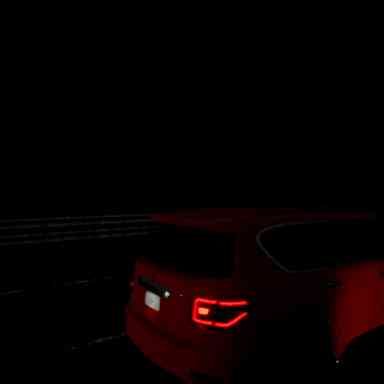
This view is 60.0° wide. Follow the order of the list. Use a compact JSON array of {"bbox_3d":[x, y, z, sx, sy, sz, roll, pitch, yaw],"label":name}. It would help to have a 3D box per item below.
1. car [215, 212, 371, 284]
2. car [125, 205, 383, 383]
[{"bbox_3d":[3.281,1.497,10.390,4.902,1.511,2.128,0,0,-36],"label":"car"},{"bbox_3d":[1.770,1.224,5.011,5.566,2.045,2.150,0,0,-36],"label":"car"}]
